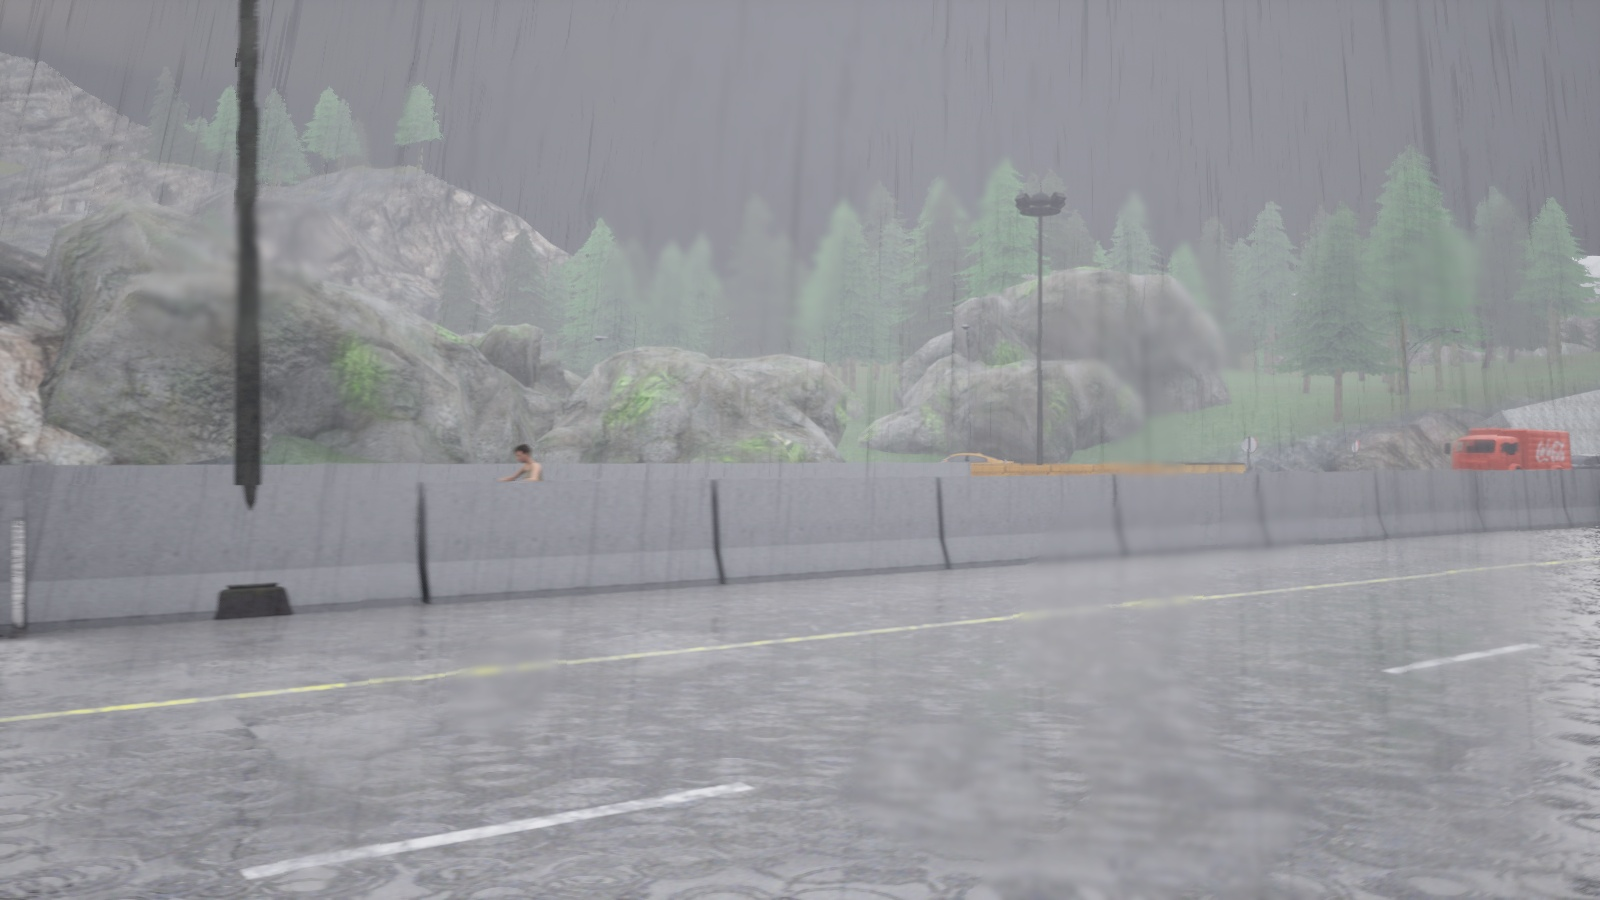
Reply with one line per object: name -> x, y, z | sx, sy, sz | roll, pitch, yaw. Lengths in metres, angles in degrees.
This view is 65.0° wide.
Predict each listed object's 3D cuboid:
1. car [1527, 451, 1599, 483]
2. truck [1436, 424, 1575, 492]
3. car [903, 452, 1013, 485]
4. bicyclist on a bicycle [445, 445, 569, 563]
car -> 38.254, 0.820, 61.725 | 4.892, 1.490, 1.837 | 0, 0, -23
truck -> 27.039, 0.323, 48.067 | 5.204, 2.467, 2.627 | 0, 0, -35
car -> 7.483, 0.851, 59.202 | 5.008, 1.535, 1.882 | 0, 0, 11
bicyclist on a bicycle -> -4.153, 0.734, 17.820 | 1.509, 1.612, 0.866 | 0, 0, -35
